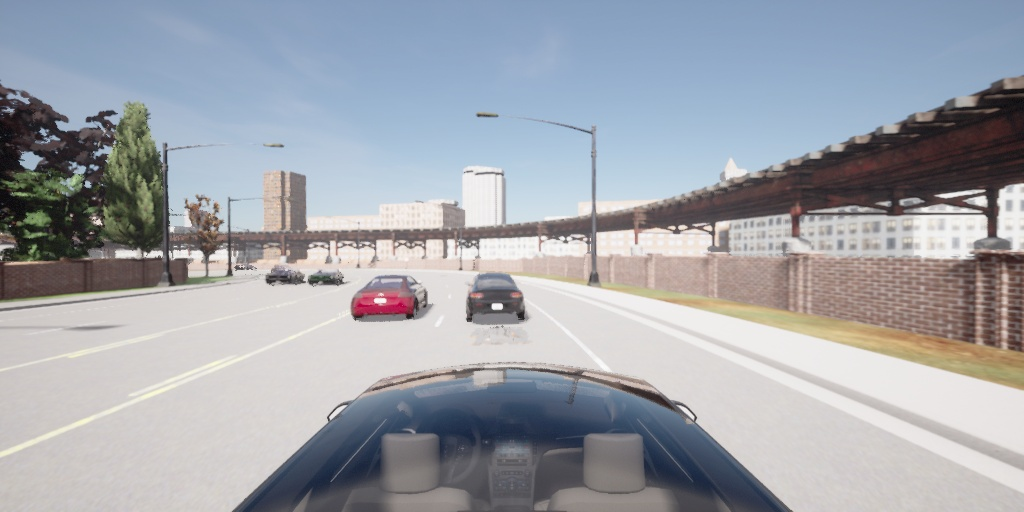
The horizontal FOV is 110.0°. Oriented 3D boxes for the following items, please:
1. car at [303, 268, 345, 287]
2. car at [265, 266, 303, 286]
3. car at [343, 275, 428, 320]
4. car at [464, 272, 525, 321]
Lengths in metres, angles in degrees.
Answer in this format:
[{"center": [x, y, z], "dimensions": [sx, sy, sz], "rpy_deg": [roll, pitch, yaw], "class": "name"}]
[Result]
[{"center": [-14.553, 1.645, 28.242], "dimensions": [1.895, 1.301, 4.718], "rpy_deg": [0, -1, -16], "class": "car"}, {"center": [-18.610, 1.702, 29.609], "dimensions": [1.895, 1.301, 4.718], "rpy_deg": [0, -1, -18], "class": "car"}, {"center": [-4.250, 1.355, 12.944], "dimensions": [1.994, 1.385, 4.181], "rpy_deg": [0, -1, -6], "class": "car"}, {"center": [-0.669, 1.293, 12.480], "dimensions": [1.812, 1.442, 4.674], "rpy_deg": [0, 0, -6], "class": "car"}]
